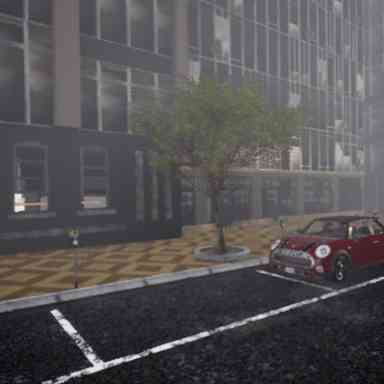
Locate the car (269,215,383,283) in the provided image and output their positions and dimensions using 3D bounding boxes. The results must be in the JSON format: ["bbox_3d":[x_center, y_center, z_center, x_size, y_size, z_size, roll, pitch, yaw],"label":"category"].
[{"bbox_3d":[4.070,1.429,9.491,4.097,1.590,1.967,0,-1,-35],"label":"car"}]
